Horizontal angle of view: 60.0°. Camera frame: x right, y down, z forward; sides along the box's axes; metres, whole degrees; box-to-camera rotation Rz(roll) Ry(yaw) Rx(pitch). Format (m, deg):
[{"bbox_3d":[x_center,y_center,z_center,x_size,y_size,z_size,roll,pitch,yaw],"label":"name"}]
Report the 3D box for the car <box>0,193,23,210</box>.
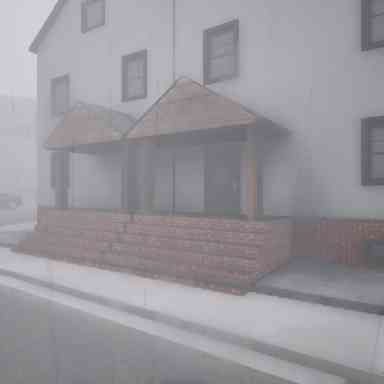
[{"bbox_3d":[-16.157,0.891,26.523,1.837,1.490,4.892,0,7,35],"label":"car"}]
